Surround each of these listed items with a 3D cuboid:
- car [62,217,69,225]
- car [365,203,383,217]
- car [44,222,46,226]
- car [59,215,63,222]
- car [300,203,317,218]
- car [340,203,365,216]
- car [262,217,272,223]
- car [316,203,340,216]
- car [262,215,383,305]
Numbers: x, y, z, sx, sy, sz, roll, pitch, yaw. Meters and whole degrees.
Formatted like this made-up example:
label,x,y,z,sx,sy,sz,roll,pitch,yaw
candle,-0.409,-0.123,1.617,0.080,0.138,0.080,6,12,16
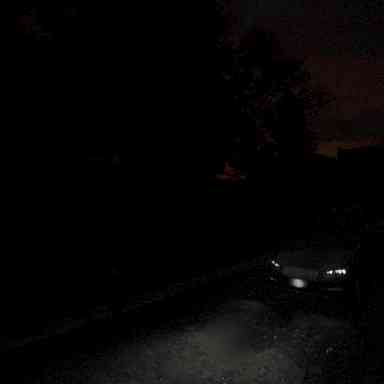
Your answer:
label,x,y,z,sx,sy,sz,roll,pitch,yaw
car,-17.902,4.871,54.712,1.946,1.575,5.366,-4,-2,37
car,22.945,2.070,40.261,2.185,1.767,4.553,-5,-3,37
car,-24.402,5.107,59.926,2.435,2.045,5.566,-4,-2,37
car,-19.993,5.038,56.542,2.097,1.535,5.008,-4,-2,37
car,16.296,2.492,45.395,2.435,2.045,5.566,-5,-3,37
car,20.757,2.252,42.005,2.185,1.767,4.553,-5,-3,37
car,8.665,2.745,34.724,2.231,1.521,4.892,-5,-3,37
car,18.530,2.435,43.699,2.185,1.767,4.553,-5,-3,37
car,3.624,1.562,8.418,2.128,1.511,4.902,0,-1,39
